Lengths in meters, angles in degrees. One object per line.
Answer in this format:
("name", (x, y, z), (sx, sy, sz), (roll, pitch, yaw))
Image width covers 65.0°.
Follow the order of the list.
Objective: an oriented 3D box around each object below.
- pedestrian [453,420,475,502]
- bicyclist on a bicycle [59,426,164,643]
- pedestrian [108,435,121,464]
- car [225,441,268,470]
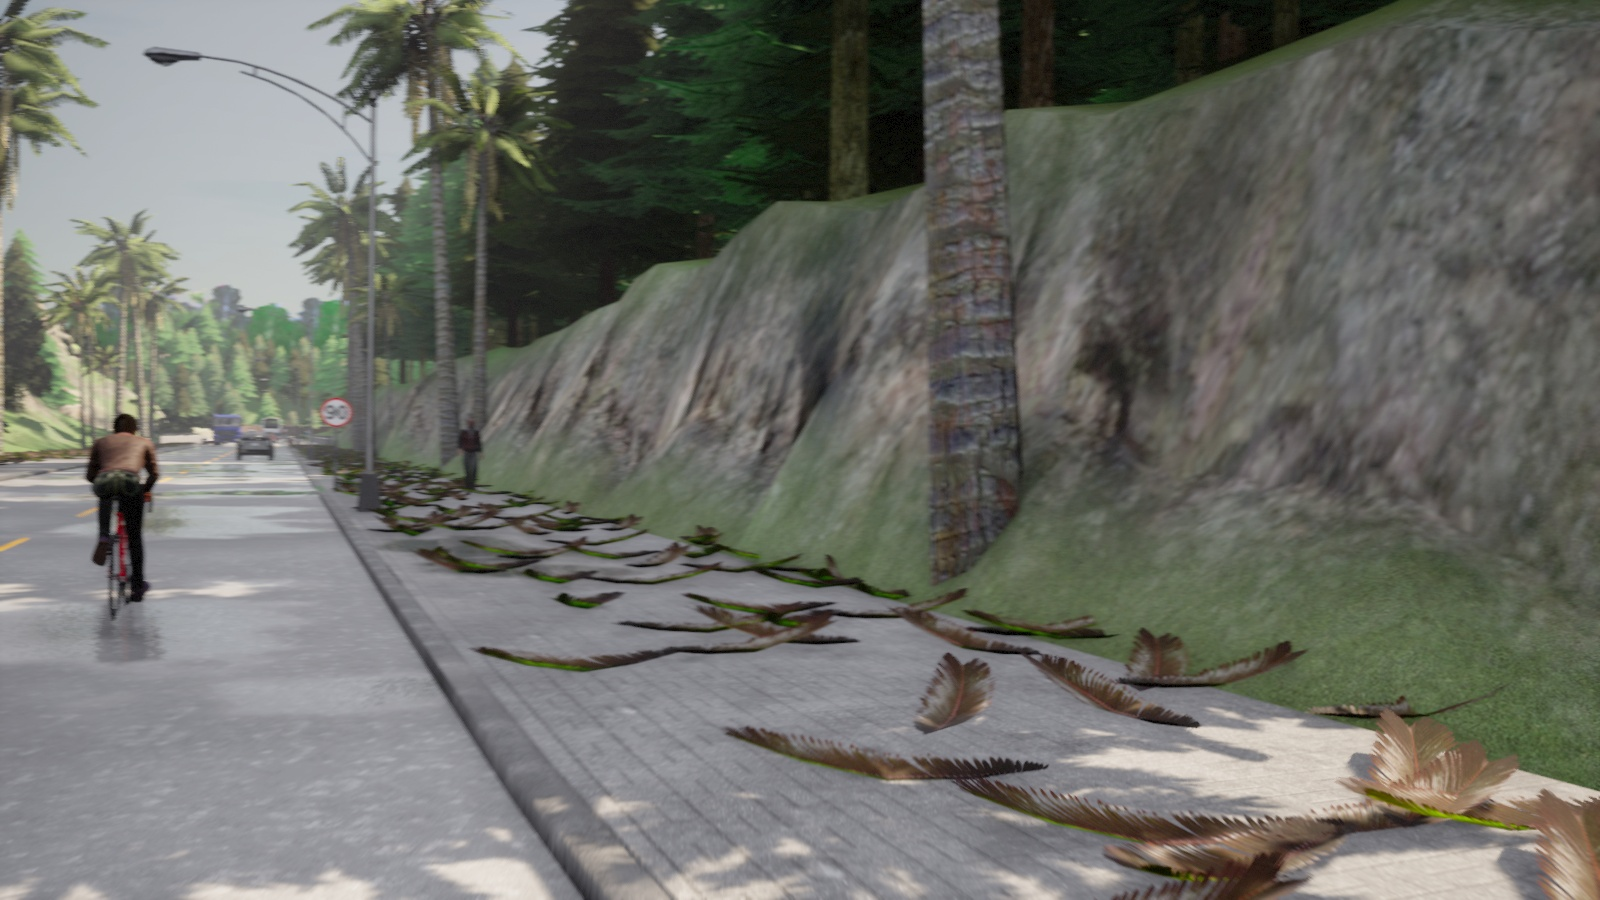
("pedestrian", (-7.724, 0.241, 28.886), (0.376, 1.854, 0.720), (0, 1, -23))
("bicyclist on a bicycle", (-5.573, 0.628, 10.235), (0.582, 1.620, 1.656), (0, 0, -23))
("pedestrian", (-45.156, -0.036, 82.704), (0.659, 1.952, 0.873), (0, 1, -23))
("car", (-29.681, 0.264, 67.428), (2.007, 1.525, 4.514), (0, 1, -23))
